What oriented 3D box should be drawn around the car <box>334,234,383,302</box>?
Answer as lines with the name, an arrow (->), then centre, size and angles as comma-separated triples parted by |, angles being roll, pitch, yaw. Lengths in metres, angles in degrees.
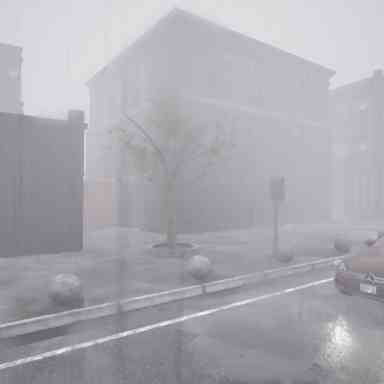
car -> 5.172, 1.529, 7.499 | 4.674, 1.442, 1.812 | 0, 0, -35
